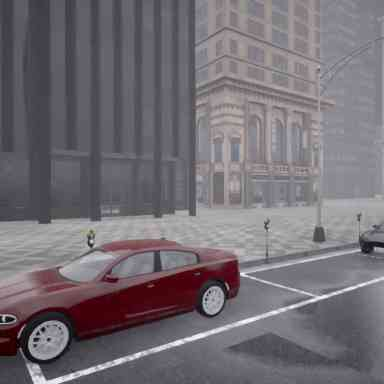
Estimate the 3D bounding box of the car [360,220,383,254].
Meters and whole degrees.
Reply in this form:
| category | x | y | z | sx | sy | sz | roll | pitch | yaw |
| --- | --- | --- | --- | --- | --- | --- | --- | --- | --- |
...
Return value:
| category | x | y | z | sx | sy | sz | roll | pitch | yaw |
| --- | --- | --- | --- | --- | --- | --- | --- | --- | --- |
| car | 8.022 | 1.564 | 12.391 | 4.313 | 1.339 | 1.947 | 0 | 0 | -36 |

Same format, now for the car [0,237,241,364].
| category | x | y | z | sx | sy | sz | roll | pitch | yaw |
| --- | --- | --- | --- | --- | --- | --- | --- | --- | --- |
| car | -1.155 | 1.544 | 5.830 | 4.507 | 1.381 | 1.887 | 0 | 0 | -36 |
